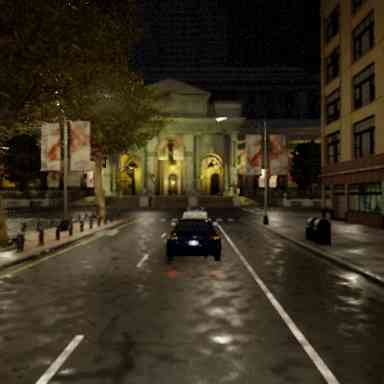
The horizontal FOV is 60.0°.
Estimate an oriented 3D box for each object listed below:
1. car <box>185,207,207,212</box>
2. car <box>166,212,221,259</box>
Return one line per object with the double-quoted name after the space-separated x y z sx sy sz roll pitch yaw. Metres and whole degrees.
0.348 1.889 27.888 1.895 1.301 4.718 0 -1 3 "car"
0.092 1.701 13.165 1.994 1.385 4.181 0 -1 1 "car"
